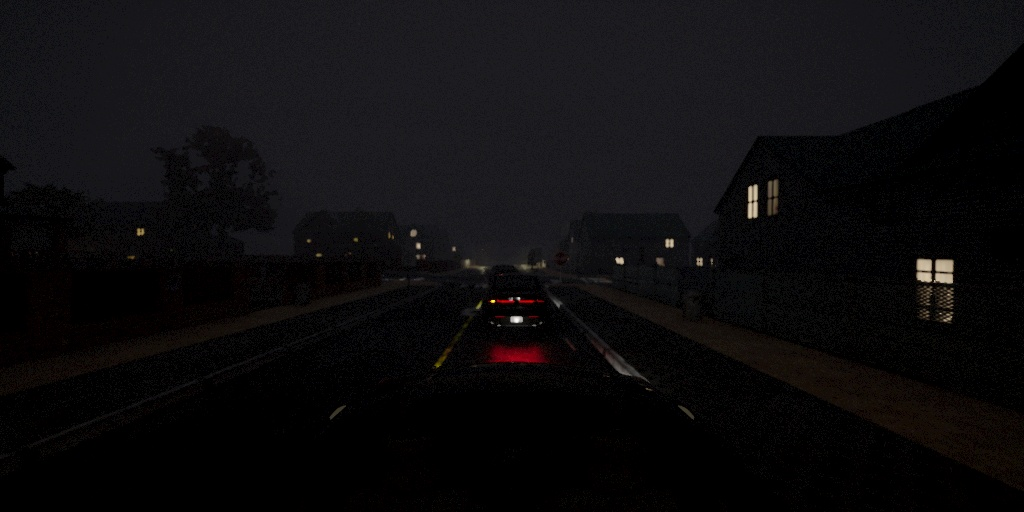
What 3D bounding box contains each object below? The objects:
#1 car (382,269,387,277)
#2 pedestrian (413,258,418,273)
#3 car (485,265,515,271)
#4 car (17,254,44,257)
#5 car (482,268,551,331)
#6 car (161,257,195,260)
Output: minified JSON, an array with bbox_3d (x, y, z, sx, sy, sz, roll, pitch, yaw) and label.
[{"bbox_3d":[-13.320,1.197,29.778,5.357,1.411,2.033,1,1,1],"label":"car"},{"bbox_3d":[-9.645,0.757,35.568,0.375,1.860,0.375,0,0,1],"label":"pedestrian"},{"bbox_3d":[-0.690,1.356,25.118,1.837,1.490,4.892,0,0,-12],"label":"car"},{"bbox_3d":[-45.119,0.513,33.219,5.357,1.411,2.033,1,1,2],"label":"car"},{"bbox_3d":[0.111,1.293,11.129,1.837,1.490,4.892,0,0,0],"label":"car"},{"bbox_3d":[-27.648,0.864,30.024,4.892,1.490,1.837,1,1,1],"label":"car"}]
